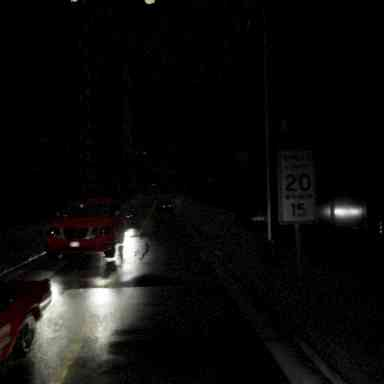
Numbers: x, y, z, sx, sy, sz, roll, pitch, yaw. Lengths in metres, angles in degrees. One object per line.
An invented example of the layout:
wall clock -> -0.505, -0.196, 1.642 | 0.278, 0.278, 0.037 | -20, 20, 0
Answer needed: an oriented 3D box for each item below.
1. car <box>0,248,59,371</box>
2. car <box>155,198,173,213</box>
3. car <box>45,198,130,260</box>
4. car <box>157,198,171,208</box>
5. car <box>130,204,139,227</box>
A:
car -> -3.048, 1.661, 3.211 | 1.895, 1.301, 4.718 | -1, 0, -5
car -> -3.218, 1.588, 38.271 | 2.033, 1.411, 5.357 | -1, 0, -5
car -> -3.945, 1.303, 13.250 | 2.150, 2.045, 5.566 | -1, 0, -5
car -> -4.203, 1.591, 49.258 | 1.994, 1.385, 4.181 | -1, 0, -5
car -> -4.864, 1.587, 23.639 | 2.128, 1.511, 4.902 | -1, 0, -5
